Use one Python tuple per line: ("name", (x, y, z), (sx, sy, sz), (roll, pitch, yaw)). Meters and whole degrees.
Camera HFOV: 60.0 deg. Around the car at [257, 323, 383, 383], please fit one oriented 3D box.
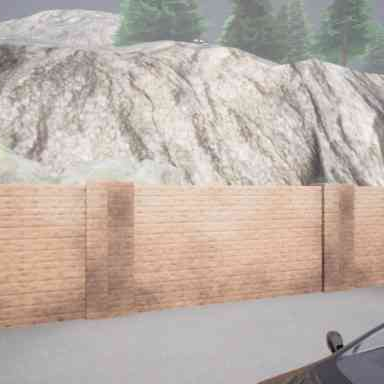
("car", (2.100, 1.492, 1.946), (4.902, 1.511, 2.128), (0, 0, -19))
